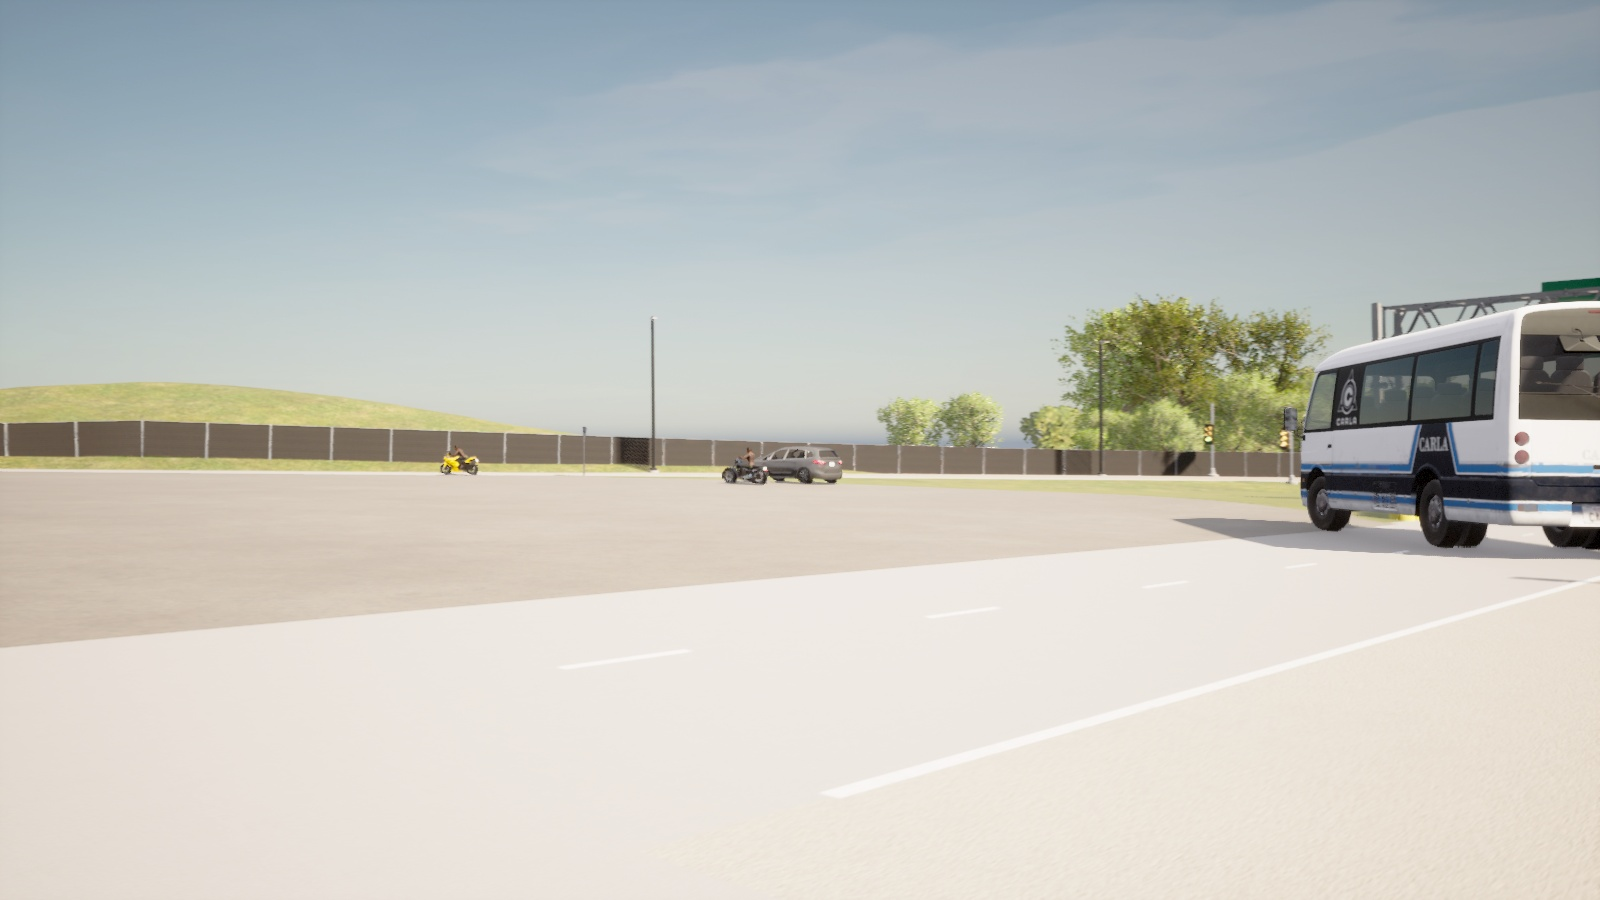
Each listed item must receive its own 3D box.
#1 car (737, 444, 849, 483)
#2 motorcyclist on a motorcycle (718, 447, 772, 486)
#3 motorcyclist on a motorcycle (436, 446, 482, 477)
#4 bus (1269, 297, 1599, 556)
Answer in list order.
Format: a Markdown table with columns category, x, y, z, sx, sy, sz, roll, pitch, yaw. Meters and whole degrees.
| category | x | y | z | sx | sy | sz | roll | pitch | yaw |
| --- | --- | --- | --- | --- | --- | --- | --- | --- | --- |
| car | -0.349 | 0.583 | 56.589 | 4.611 | 1.667 | 2.242 | 1 | 0 | 37 |
| motorcyclist on a motorcycle | -2.359 | 0.684 | 53.710 | 2.350 | 1.649 | 0.766 | 0 | 1 | 36 |
| motorcyclist on a motorcycle | -17.116 | 0.581 | 63.017 | 2.044 | 1.523 | 0.797 | 0 | 0 | 8 |
| bus | 13.301 | -0.331 | 25.763 | 3.944 | 4.253 | 10.273 | 1 | -1 | 3 |
